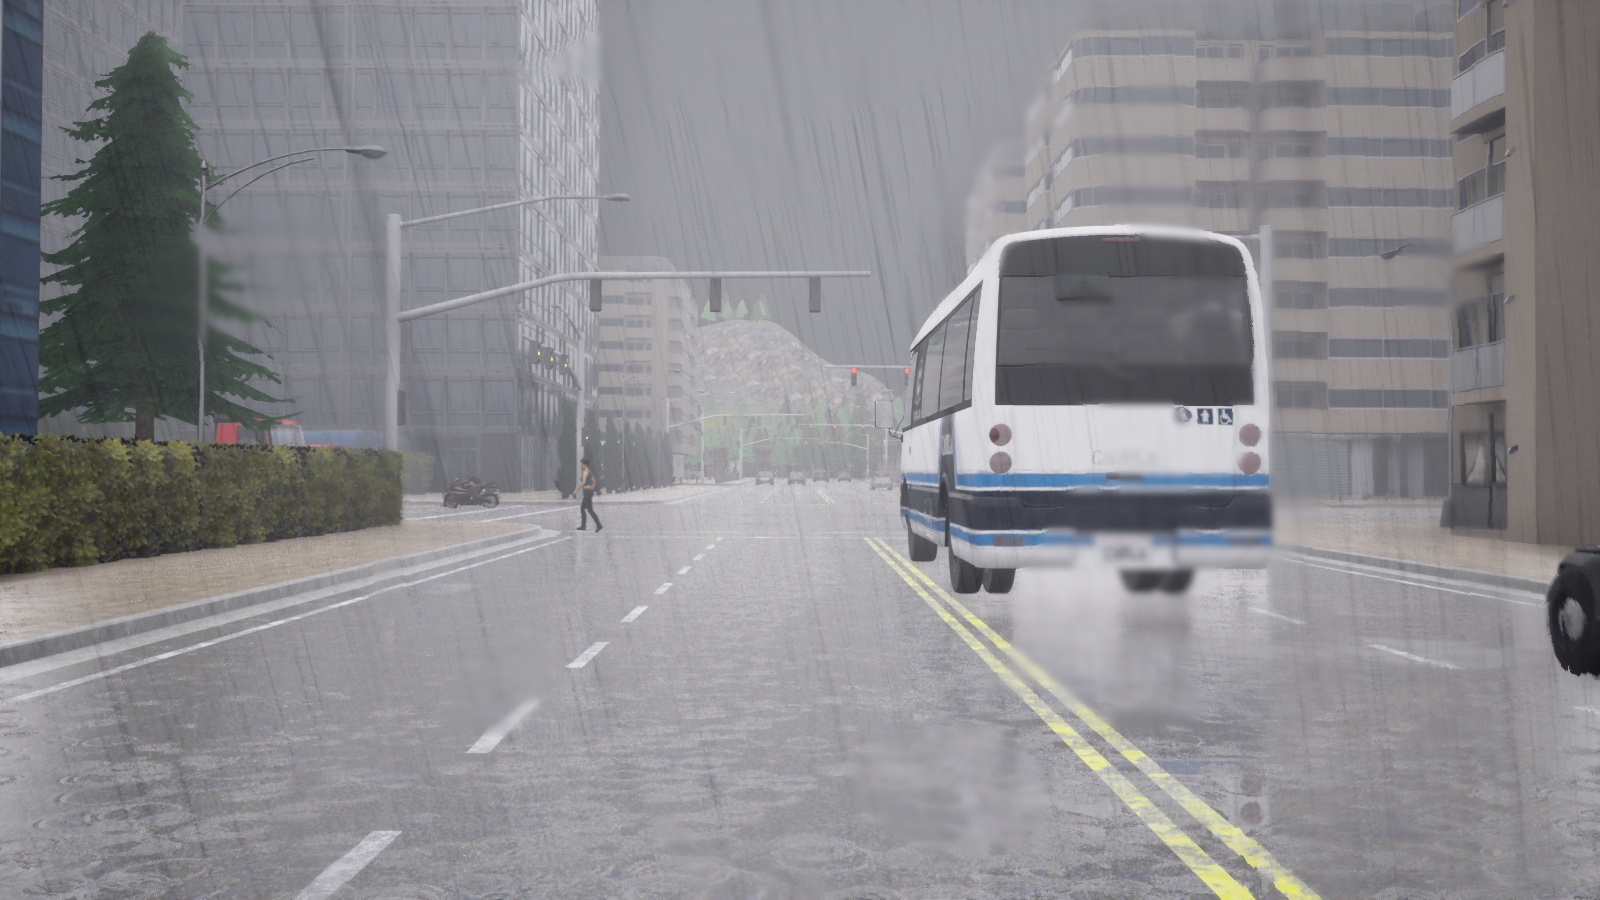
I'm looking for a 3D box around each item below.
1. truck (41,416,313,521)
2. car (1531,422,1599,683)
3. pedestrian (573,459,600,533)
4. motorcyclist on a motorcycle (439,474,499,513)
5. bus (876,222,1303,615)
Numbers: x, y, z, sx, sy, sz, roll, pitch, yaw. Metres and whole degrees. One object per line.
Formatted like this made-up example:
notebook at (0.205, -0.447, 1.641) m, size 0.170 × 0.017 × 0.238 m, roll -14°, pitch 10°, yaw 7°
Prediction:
truck at (-21.336, 0.644, 43.366) m, size 7.936 × 3.462 × 2.891 m, roll 0°, pitch -1°, yaw -1°
car at (6.554, 0.724, 8.323) m, size 1.905 × 1.878 × 3.866 m, roll 0°, pitch -1°, yaw 13°
pedestrian at (-5.369, 1.159, 31.554) m, size 0.594 × 1.836 × 0.345 m, roll 0°, pitch -1°, yaw 6°
motorcyclist on a motorcycle at (-13.297, 1.748, 50.451) m, size 2.191 × 1.530 × 0.866 m, roll 0°, pitch -1°, yaw -1°
bus at (3.446, -0.262, 18.756) m, size 3.944 × 4.253 × 10.273 m, roll 0°, pitch -1°, yaw 0°
